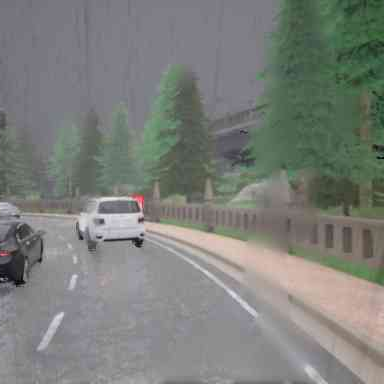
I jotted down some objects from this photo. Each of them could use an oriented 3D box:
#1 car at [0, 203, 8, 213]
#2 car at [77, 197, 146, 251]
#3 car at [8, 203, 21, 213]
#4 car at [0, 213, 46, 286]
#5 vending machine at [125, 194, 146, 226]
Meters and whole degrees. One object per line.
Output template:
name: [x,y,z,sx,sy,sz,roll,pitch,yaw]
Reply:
car: [-16.386,1.688,25.124,5.357,1.411,2.033,-1,0,37]
car: [-3.719,1.247,14.687,2.150,2.045,5.566,0,0,-25]
car: [-17.111,1.670,29.686,4.674,1.442,1.812,-1,0,34]
car: [-5.342,1.550,9.235,1.837,1.490,4.892,0,0,-17]
vending machine: [-3.899,1.217,22.888,1.100,2.100,0.880,-1,0,-36]
